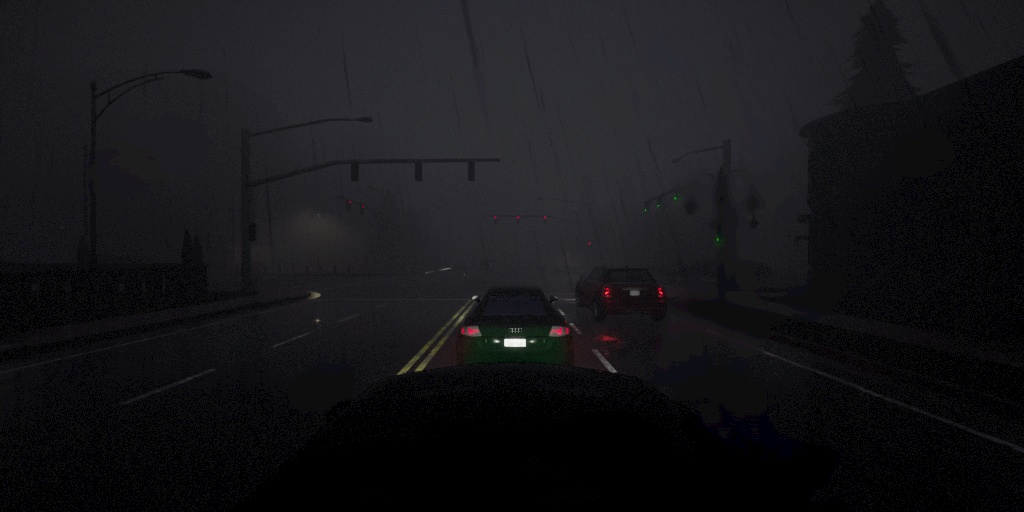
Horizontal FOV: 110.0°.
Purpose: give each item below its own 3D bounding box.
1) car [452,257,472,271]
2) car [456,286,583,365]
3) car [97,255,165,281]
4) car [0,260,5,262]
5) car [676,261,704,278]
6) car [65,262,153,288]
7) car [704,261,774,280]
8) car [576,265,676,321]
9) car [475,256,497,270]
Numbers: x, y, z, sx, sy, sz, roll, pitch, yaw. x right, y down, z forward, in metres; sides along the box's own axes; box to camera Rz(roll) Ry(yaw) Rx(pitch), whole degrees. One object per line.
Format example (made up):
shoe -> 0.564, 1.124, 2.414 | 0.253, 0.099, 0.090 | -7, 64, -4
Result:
car -> -7.105, 1.227, 49.996 | 1.882, 1.535, 5.008 | 0, 0, 0
car -> 0.063, 1.314, 7.558 | 1.994, 1.385, 4.181 | 0, 0, 0
car -> -28.285, 0.971, 26.818 | 5.566, 2.045, 2.150 | 0, 0, 0
car -> -50.612, 1.102, 33.984 | 4.553, 1.767, 2.097 | 0, 0, 0
car -> 17.522, 1.227, 33.656 | 5.008, 1.535, 1.882 | 0, 0, -1
car -> -26.785, 1.276, 23.337 | 4.674, 1.442, 1.812 | 0, 0, 0
car -> 19.287, 1.254, 30.208 | 4.892, 1.490, 1.837 | 0, 0, -1
car -> 3.579, 1.102, 12.570 | 2.097, 1.767, 4.553 | 0, 0, 0
car -> -3.605, 1.104, 50.735 | 2.097, 1.767, 4.553 | 0, 0, 0
